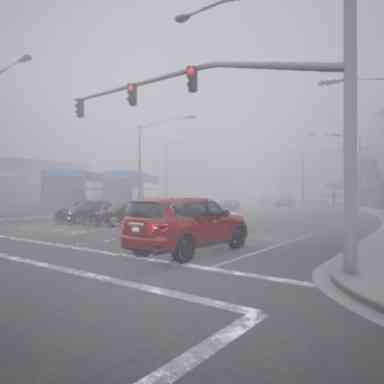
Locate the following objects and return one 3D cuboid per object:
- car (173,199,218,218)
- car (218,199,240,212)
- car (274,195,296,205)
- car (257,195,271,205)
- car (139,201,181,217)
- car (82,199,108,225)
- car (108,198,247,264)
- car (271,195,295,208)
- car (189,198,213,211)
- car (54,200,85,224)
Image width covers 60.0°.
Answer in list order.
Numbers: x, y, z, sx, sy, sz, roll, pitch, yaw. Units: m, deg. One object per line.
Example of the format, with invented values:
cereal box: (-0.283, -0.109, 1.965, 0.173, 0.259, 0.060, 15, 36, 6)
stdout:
car: (0.473, 1.507, 31.275, 2.128, 1.511, 4.902, 0, 0, 30)
car: (4.620, 1.618, 40.557, 1.895, 1.301, 4.718, 0, 0, 16)
car: (16.607, 1.370, 59.657, 2.097, 1.767, 4.553, 0, 0, -8)
car: (13.157, 1.372, 59.427, 2.097, 1.767, 4.553, 0, 0, -8)
car: (-3.041, 1.582, 32.199, 1.994, 1.385, 4.181, 0, 0, 31)
car: (-4.841, 1.493, 23.425, 1.882, 1.535, 5.008, 0, 0, 36)
car: (-0.076, 1.227, 12.245, 2.150, 2.045, 5.566, 0, 0, 38)
car: (13.423, 1.579, 49.472, 1.994, 1.385, 4.181, 0, 0, 5)
car: (1.195, 1.497, 41.364, 1.882, 1.535, 5.008, 0, 0, 16)
car: (-7.960, 1.370, 25.093, 2.097, 1.767, 4.553, 0, 0, 36)
